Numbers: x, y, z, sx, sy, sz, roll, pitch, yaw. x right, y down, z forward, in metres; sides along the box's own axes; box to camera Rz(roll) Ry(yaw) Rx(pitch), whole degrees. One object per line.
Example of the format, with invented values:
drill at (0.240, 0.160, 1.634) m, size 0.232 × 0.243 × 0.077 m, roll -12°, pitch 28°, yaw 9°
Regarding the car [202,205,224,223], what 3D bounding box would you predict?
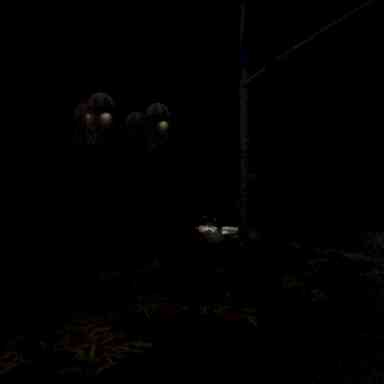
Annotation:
car at (0.341, 1.585, 23.006) m, size 1.994 × 1.385 × 4.181 m, roll 0°, pitch 0°, yaw -36°
